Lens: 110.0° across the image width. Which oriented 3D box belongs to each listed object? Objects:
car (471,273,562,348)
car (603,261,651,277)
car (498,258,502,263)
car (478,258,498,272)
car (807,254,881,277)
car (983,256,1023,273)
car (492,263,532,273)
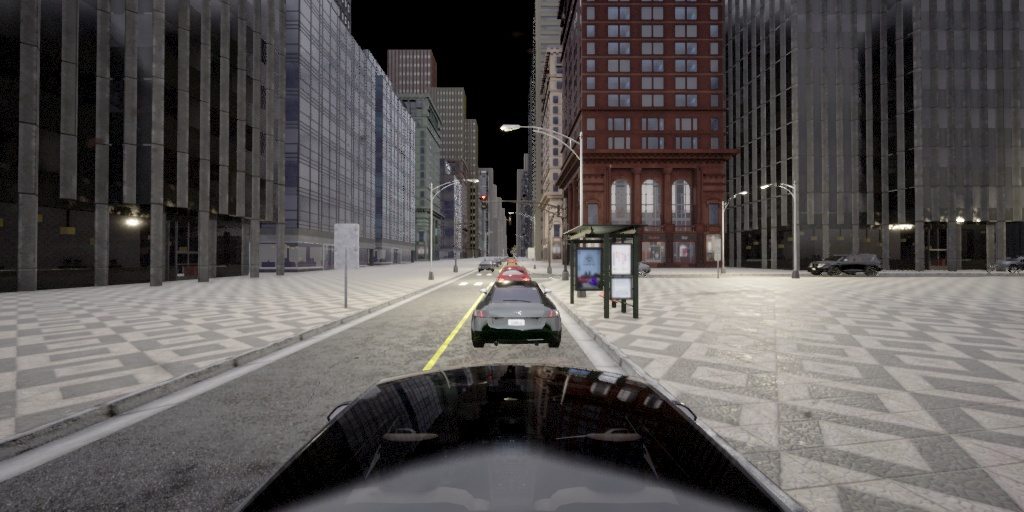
[{"bbox_3d":[0.095,1.314,9.270,1.994,1.385,4.181,0,0,0],"label":"car"},{"bbox_3d":[10.331,1.196,33.282,4.902,1.511,2.128,0,-1,2],"label":"car"},{"bbox_3d":[-3.112,1.151,58.037,2.128,1.511,4.902,0,0,0],"label":"car"},{"bbox_3d":[-3.110,1.243,44.202,2.033,1.411,5.357,0,0,0],"label":"car"},{"bbox_3d":[30.742,0.853,33.233,5.566,2.045,2.150,0,-1,0],"label":"car"},{"bbox_3d":[46.689,0.745,33.137,4.674,1.442,1.812,0,-1,0],"label":"car"},{"bbox_3d":[0.110,1.269,19.104,1.812,1.442,4.674,0,0,1],"label":"car"}]
